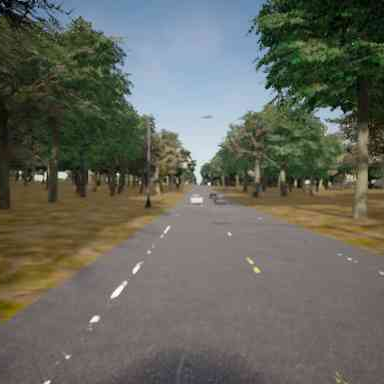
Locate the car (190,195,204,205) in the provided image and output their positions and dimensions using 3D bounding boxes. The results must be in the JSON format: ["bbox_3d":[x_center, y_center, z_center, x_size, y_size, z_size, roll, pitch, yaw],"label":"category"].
[{"bbox_3d":[0.691,1.106,48.262,1.812,1.442,4.674,1,1,1],"label":"car"}]

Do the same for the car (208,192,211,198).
[{"bbox_3d":[4.653,0.626,71.769,1.837,1.490,4.892,1,1,1],"label":"car"}]

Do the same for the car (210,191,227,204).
[{"bbox_3d":[4.421,1.050,51.622,2.128,1.511,4.902,1,1,1],"label":"car"}]
